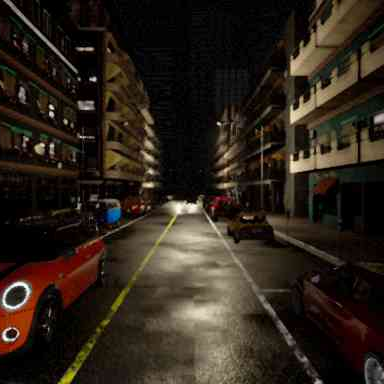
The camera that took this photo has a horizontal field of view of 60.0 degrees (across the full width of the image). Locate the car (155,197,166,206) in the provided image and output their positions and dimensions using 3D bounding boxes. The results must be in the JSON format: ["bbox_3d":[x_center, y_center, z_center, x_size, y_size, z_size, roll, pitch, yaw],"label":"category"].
[{"bbox_3d":[-5.779,1.678,54.974,1.802,1.307,4.206,-1,0,0],"label":"car"}]

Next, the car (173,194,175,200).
[{"bbox_3d":[-5.820,1.697,82.984,2.008,1.369,4.403,-1,0,0],"label":"car"}]

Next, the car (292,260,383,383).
[{"bbox_3d":[2.674,1.590,4.539,1.802,1.307,4.206,-1,0,0],"label":"car"}]

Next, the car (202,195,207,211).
[{"bbox_3d":[2.621,1.381,38.152,2.192,1.841,5.009,-1,0,0],"label":"car"}]

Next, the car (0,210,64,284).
[{"bbox_3d":[-5.683,1.458,10.157,1.967,1.590,4.097,-1,0,0],"label":"car"}]

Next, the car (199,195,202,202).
[{"bbox_3d":[2.606,1.400,49.356,2.192,1.841,5.009,-1,0,0],"label":"car"}]

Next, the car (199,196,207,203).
[{"bbox_3d":[2.568,1.661,77.535,1.752,1.417,4.829,-1,0,0],"label":"car"}]

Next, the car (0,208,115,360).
[{"bbox_3d":[-3.098,1.363,6.255,2.097,1.767,4.553,0,0,0],"label":"car"}]

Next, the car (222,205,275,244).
[{"bbox_3d":[2.657,1.552,15.913,1.752,1.417,4.829,-1,0,0],"label":"car"}]

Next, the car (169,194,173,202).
[{"bbox_3d":[-5.804,1.677,71.780,2.008,1.369,4.403,-1,0,0],"label":"car"}]

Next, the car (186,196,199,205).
[{"bbox_3d":[-0.088,1.611,60.943,1.837,1.490,4.892,0,0,0],"label":"car"}]

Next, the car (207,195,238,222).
[{"bbox_3d":[2.638,1.361,26.947,2.192,1.841,5.009,-1,0,0],"label":"car"}]

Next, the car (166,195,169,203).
[{"bbox_3d":[-5.787,1.688,60.576,1.802,1.307,4.206,-1,0,0],"label":"car"}]

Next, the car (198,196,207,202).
[{"bbox_3d":[2.560,1.712,82.967,1.947,1.339,4.313,-1,0,0],"label":"car"}]

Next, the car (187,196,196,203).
[{"bbox_3d":[-0.102,1.525,71.179,1.837,1.490,4.892,0,0,0],"label":"car"}]

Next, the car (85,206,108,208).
[{"bbox_3d":[-5.690,1.578,15.759,2.008,1.369,4.403,-1,0,0],"label":"car"}]

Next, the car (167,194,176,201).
[{"bbox_3d":[-5.839,1.482,94.189,2.192,1.841,5.009,-1,0,0],"label":"car"}]

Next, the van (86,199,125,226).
[{"bbox_3d":[-5.701,1.378,21.362,1.690,1.788,3.998,-1,0,0],"label":"van"}]

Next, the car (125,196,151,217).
[{"bbox_3d":[-5.740,1.371,32.566,2.192,1.841,5.009,-1,0,0],"label":"car"}]

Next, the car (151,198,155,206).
[{"bbox_3d":[-5.763,1.617,38.168,2.008,1.369,4.403,-1,0,0],"label":"car"}]

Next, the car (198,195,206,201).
[{"bbox_3d":[2.551,1.596,88.569,1.967,1.590,4.097,-1,0,0],"label":"car"}]
